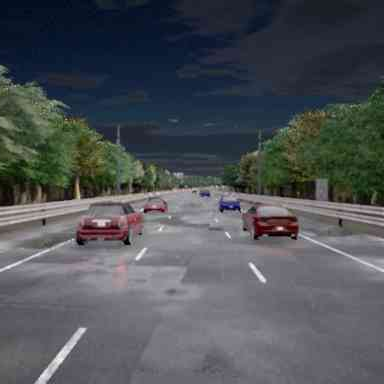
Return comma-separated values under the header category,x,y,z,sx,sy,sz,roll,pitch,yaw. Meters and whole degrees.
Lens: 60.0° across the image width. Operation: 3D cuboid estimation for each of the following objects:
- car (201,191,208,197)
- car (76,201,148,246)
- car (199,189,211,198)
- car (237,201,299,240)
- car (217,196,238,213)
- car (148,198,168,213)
category,x,y,z,sx,sy,sz,roll,pitch,yaw
car,3.469,0.567,94.599,1.882,1.535,5.008,0,1,0
car,-3.405,1.210,14.614,2.097,1.767,4.553,0,1,0
car,3.473,0.416,83.623,2.150,2.045,5.566,0,1,0
car,3.595,1.322,16.057,1.882,1.535,5.008,0,1,0
car,3.588,1.160,32.915,1.882,1.535,5.008,0,1,0
car,-3.410,1.254,32.032,1.994,1.385,4.181,0,1,0
